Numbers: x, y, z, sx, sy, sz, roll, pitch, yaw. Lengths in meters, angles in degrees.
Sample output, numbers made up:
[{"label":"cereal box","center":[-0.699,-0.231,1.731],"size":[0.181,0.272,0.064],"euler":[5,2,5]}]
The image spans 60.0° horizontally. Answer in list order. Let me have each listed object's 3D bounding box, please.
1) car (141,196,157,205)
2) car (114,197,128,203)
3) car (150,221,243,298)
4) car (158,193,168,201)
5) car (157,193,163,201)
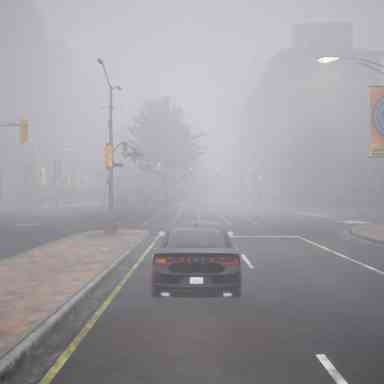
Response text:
[{"label":"car","center":[-7.848,1.503,58.934],"size":[1.837,1.490,4.892],"euler":[0,0,1]},{"label":"car","center":[-14.490,1.594,67.967],"size":[1.895,1.301,4.718],"euler":[0,0,0]},{"label":"car","center":[0.110,1.478,8.590],"size":[1.882,1.535,5.008],"euler":[0,0,1]},{"label":"car","center":[-7.661,1.216,88.587],"size":[2.150,2.045,5.566],"euler":[0,0,0]},{"label":"car","center":[-7.719,1.524,73.395],"size":[1.812,1.442,4.674],"euler":[0,0,0]}]
